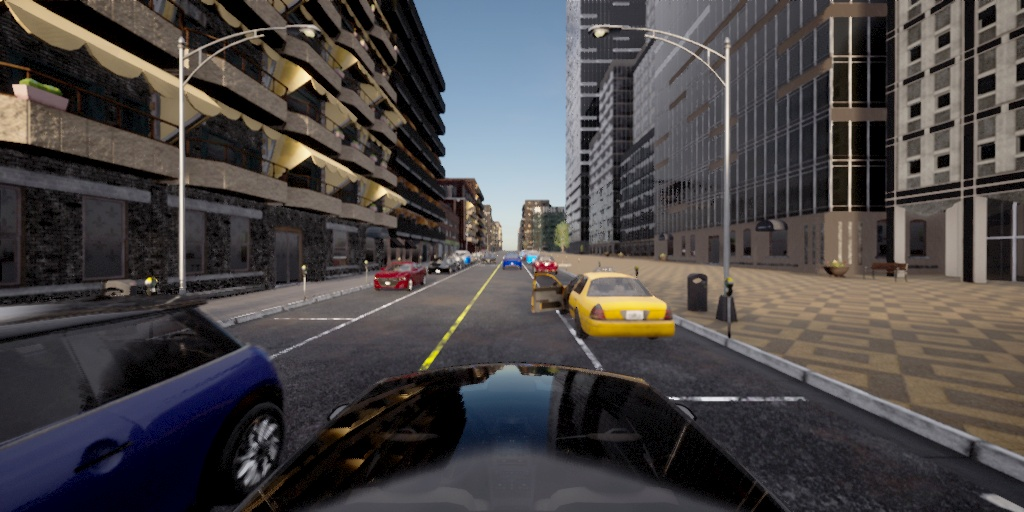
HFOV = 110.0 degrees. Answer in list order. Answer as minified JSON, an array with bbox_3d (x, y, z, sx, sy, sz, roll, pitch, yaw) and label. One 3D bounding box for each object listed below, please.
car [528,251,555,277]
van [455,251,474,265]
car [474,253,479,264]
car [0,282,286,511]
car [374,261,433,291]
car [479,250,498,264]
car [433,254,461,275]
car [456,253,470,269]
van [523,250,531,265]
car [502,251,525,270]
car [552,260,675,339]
[{"bbox_3d":[2.670,0.631,29.834,1.967,1.591,4.097,0,0,0],"label":"car"},{"bbox_3d":[-5.720,0.312,40.966,1.690,1.789,3.998,0,0,0],"label":"van"},{"bbox_3d":[-5.724,0.387,46.364,1.751,1.417,4.829,0,0,0],"label":"car"},{"bbox_3d":[-3.099,1.109,1.317,2.097,1.767,4.553,0,1,0],"label":"car"},{"bbox_3d":[-5.702,0.957,18.691,1.888,1.381,4.507,0,0,0],"label":"car"},{"bbox_3d":[-3.038,0.341,48.467,1.837,1.490,4.892,0,1,0],"label":"car"},{"bbox_3d":[-5.711,0.757,29.828,1.948,1.339,4.313,0,0,0],"label":"car"},{"bbox_3d":[-5.716,0.632,35.397,2.007,1.370,4.403,0,0,0],"label":"car"},{"bbox_3d":[2.657,0.203,46.540,1.690,1.789,3.998,0,0,0],"label":"van"},{"bbox_3d":[0.043,0.533,36.741,1.882,1.535,5.008,0,1,0],"label":"car"},{"bbox_3d":[2.346,1.053,9.418,1.801,1.575,5.366,0,1,0],"label":"car"}]
